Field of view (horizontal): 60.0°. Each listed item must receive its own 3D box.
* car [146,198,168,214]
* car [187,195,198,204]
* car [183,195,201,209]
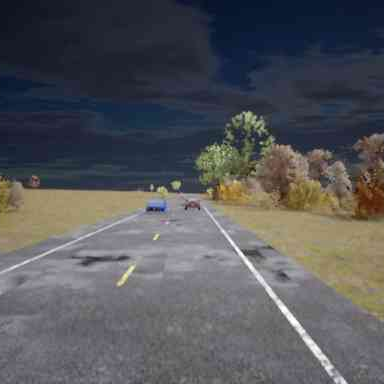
[{"bbox_3d":[-3.600,1.389,34.452,1.882,1.535,5.008,0,0,0],"label":"car"},{"bbox_3d":[0.091,1.393,62.282,2.033,1.411,5.357,0,0,0],"label":"car"},{"bbox_3d":[0.081,1.418,42.053,1.812,1.442,4.674,0,0,0],"label":"car"}]
